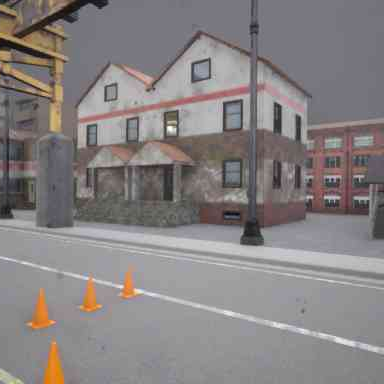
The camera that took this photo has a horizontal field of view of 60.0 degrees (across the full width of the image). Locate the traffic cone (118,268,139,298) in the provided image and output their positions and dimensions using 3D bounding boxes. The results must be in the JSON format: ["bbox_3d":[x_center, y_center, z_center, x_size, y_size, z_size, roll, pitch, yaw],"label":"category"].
[{"bbox_3d":[-1.386,1.949,7.260,0.340,0.580,0.340,0,0,36],"label":"traffic cone"}]

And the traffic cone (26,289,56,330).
[{"bbox_3d":[-2.557,1.949,5.638,0.340,0.580,0.340,0,0,36],"label":"traffic cone"}]

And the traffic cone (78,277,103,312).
[{"bbox_3d":[-1.972,1.949,6.449,0.340,0.580,0.340,0,0,36],"label":"traffic cone"}]

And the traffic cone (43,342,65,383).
[{"bbox_3d":[-1.520,1.952,3.657,0.340,0.580,0.340,0,0,36],"label":"traffic cone"}]
